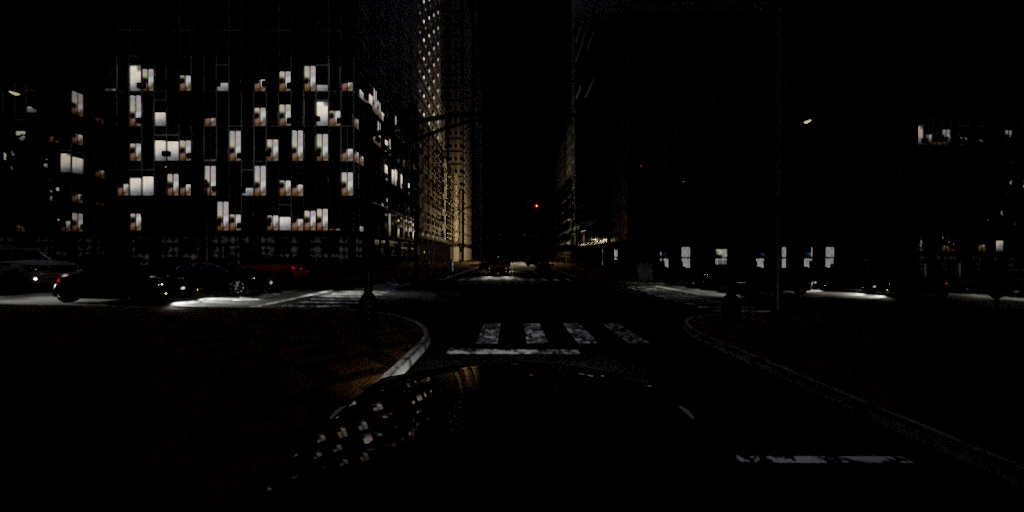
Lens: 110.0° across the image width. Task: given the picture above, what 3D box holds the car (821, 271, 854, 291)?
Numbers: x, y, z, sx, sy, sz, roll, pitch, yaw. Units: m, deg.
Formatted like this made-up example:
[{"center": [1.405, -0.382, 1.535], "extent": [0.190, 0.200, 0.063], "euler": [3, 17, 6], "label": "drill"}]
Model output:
[{"center": [23.686, 1.752, 25.810], "extent": [4.181, 1.385, 1.994], "euler": [1, 0, -5], "label": "car"}]

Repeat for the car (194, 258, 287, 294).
[{"center": [-14.246, 0.997, 17.443], "extent": [4.902, 1.511, 2.128], "euler": [1, 0, -3], "label": "car"}]

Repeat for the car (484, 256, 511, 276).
[{"center": [-1.376, 1.104, 36.381], "extent": [2.097, 1.767, 4.553], "euler": [0, 0, -1], "label": "car"}]

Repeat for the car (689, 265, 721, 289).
[{"center": [15.064, 1.385, 25.418], "extent": [4.553, 1.767, 2.097], "euler": [1, 0, -3], "label": "car"}]

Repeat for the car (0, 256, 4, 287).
[{"center": [-23.691, 0.827, 13.773], "extent": [4.902, 1.511, 2.128], "euler": [1, 0, -3], "label": "car"}]

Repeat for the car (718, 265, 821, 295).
[{"center": [15.856, 1.555, 22.211], "extent": [4.892, 1.490, 1.837], "euler": [1, 0, -4], "label": "car"}]

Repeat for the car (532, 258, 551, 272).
[{"center": [4.053, 1.309, 46.644], "extent": [1.948, 1.339, 4.313], "euler": [0, 0, 0], "label": "car"}]

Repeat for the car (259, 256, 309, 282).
[{"center": [-16.314, 0.814, 24.035], "extent": [4.553, 1.767, 2.097], "euler": [1, 0, -3], "label": "car"}]

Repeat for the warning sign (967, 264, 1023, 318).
[{"center": [17.306, 1.199, 12.805], "extent": [1.060, 1.860, 1.300], "euler": [0, 0, -2], "label": "warning sign"}]

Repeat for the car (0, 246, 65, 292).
[{"center": [-24.086, 0.547, 17.004], "extent": [5.566, 2.045, 2.150], "euler": [1, 0, -2], "label": "car"}]

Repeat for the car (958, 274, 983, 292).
[{"center": [33.780, 1.969, 26.229], "extent": [4.718, 1.301, 1.895], "euler": [1, 0, -3], "label": "car"}]

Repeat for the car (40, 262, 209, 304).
[{"center": [-15.044, 1.057, 14.147], "extent": [4.181, 1.385, 1.994], "euler": [1, 0, -2], "label": "car"}]

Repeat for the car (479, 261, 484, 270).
[{"center": [-3.885, 1.320, 52.159], "extent": [1.802, 1.307, 4.207], "euler": [0, 0, 0], "label": "car"}]

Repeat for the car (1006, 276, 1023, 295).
[{"center": [34.486, 1.735, 23.005], "extent": [4.553, 1.767, 2.097], "euler": [1, 0, -2], "label": "car"}]

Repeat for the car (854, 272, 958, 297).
[{"center": [24.723, 1.773, 22.588], "extent": [4.181, 1.385, 1.994], "euler": [1, 0, -3], "label": "car"}]
